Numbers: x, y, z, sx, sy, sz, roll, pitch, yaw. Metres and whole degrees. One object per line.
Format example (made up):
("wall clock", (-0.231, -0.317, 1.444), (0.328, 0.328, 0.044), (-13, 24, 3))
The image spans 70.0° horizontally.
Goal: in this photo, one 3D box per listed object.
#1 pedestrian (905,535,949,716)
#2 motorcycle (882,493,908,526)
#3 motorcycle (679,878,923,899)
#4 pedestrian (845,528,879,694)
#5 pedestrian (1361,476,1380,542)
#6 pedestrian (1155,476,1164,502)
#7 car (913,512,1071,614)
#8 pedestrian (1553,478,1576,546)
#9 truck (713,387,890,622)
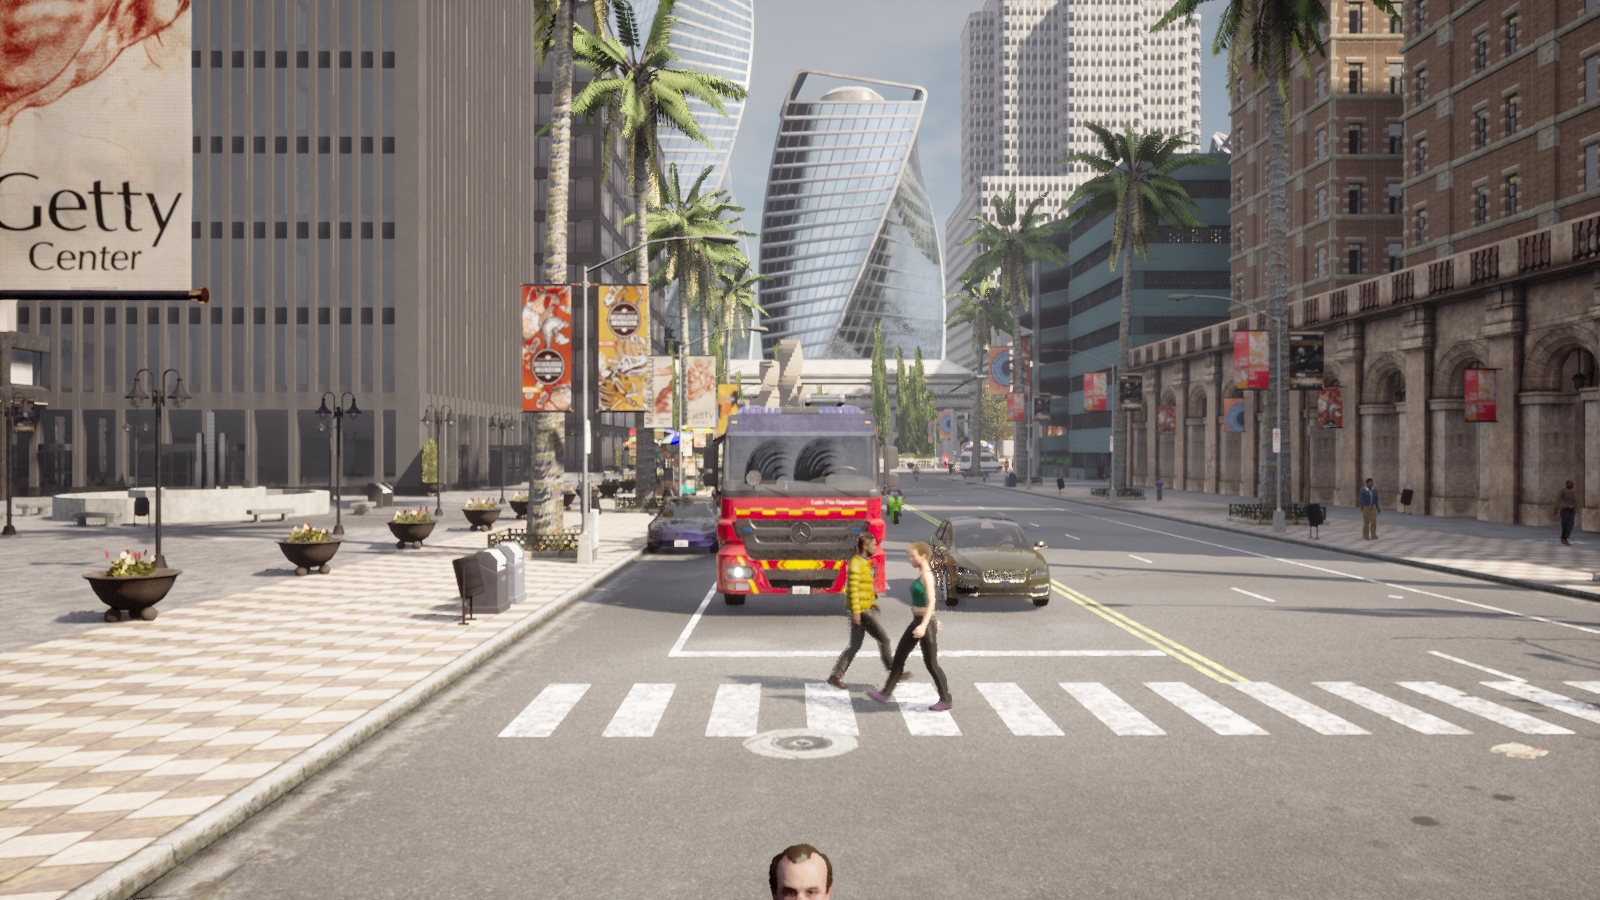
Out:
("pedestrian", (1.346, 1.846, 12.127), (0.375, 1.860, 0.375), (0, 0, -9))
("motorcycle", (3.538, 2.206, 42.696), (0.803, 1.145, 2.033), (0, 0, 0))
("motorcycle", (0.003, 2.180, 3.307), (0.856, 1.236, 1.805), (0, -1, 0))
("pedestrian", (0.717, 1.847, 13.205), (0.375, 1.860, 0.375), (0, 0, 6))
("pedestrian", (16.388, 1.691, 32.816), (0.375, 1.860, 0.375), (0, 0, -1))
("pedestrian", (18.223, 1.967, 57.915), (0.375, 1.300, 0.375), (0, 0, 12))
("car", (3.518, 2.057, 21.989), (2.231, 1.480, 4.892), (0, 0, 0))
("pedestrian", (20.943, 1.691, 31.301), (0.375, 1.860, 0.375), (0, 0, -1))
("truck", (0.025, 0.887, 22.803), (2.891, 3.827, 8.468), (0, 0, 0))
